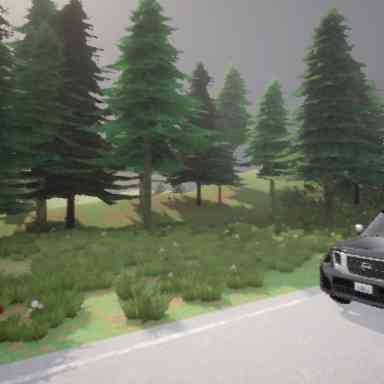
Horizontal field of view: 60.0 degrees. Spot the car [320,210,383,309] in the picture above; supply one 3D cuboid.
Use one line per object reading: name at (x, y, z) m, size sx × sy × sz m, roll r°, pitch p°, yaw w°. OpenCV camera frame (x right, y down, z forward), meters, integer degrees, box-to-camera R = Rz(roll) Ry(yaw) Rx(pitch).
car at (5.199, 1.337, 7.336) m, size 5.566 × 2.045 × 2.150 m, roll 1°, pitch -1°, yaw -36°
